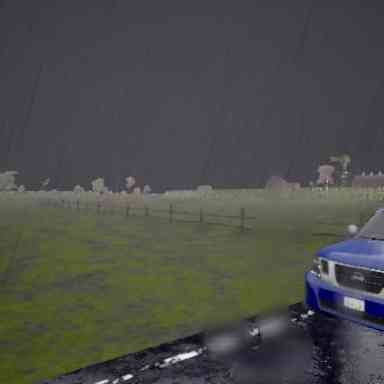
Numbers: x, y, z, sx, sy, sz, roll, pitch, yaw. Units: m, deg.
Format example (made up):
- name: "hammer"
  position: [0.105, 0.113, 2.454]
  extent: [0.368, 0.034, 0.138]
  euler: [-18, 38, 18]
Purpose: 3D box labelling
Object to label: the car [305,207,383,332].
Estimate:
- name: "car"
  position: [4.560, 1.242, 6.321]
  extent: [5.566, 2.045, 2.150]
  euler: [0, 0, -35]
